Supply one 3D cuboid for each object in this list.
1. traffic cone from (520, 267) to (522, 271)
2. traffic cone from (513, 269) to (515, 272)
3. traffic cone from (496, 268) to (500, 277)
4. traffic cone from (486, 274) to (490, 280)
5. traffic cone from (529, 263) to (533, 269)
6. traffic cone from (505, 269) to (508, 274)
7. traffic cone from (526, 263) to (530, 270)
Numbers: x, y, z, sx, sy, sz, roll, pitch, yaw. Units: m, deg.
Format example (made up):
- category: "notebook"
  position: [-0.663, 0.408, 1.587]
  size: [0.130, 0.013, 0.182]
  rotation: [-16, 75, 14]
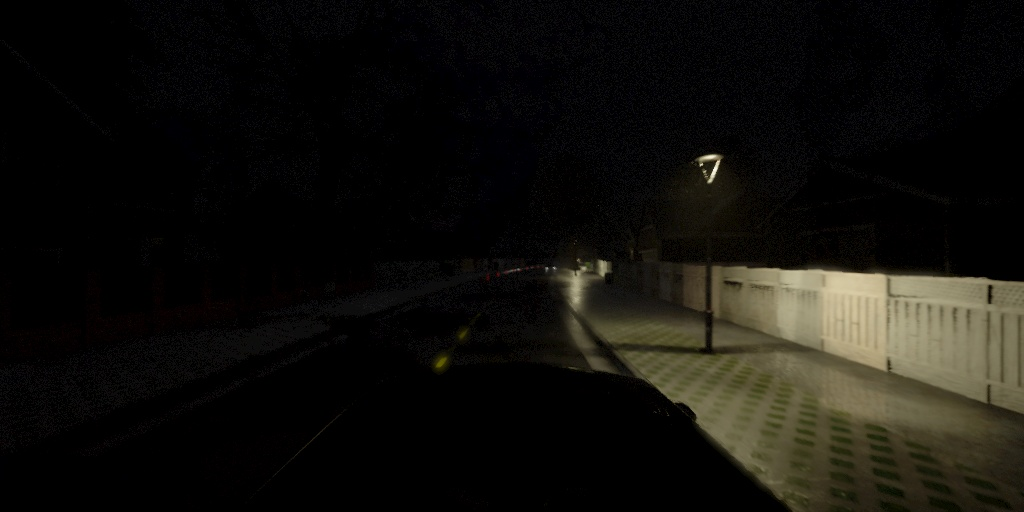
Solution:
- category: "traffic cone"
  position: [1.223, 1.801, 50.623]
  size: [0.340, 0.580, 0.340]
  rotation: [0, 0, 12]
- category: "traffic cone"
  position: [0.251, 1.784, 45.665]
  size: [0.340, 0.580, 0.340]
  rotation: [0, 0, 11]
- category: "traffic cone"
  position: [-1.387, 1.755, 35.698]
  size: [0.340, 0.580, 0.340]
  rotation: [0, 0, 8]
- category: "traffic cone"
  position: [-2.052, 1.744, 30.690]
  size: [0.340, 0.580, 0.340]
  rotation: [0, 0, 7]
- category: "traffic cone"
  position: [3.472, 1.843, 60.472]
  size: [0.340, 0.580, 0.340]
  rotation: [0, 0, 14]
- category: "traffic cone"
  position: [-0.619, 1.768, 40.690]
  size: [0.340, 0.580, 0.340]
  rotation: [0, 0, 9]
- category: "traffic cone"
  position: [2.297, 1.821, 55.559]
  size: [0.340, 0.580, 0.340]
  rotation: [0, 0, 13]
